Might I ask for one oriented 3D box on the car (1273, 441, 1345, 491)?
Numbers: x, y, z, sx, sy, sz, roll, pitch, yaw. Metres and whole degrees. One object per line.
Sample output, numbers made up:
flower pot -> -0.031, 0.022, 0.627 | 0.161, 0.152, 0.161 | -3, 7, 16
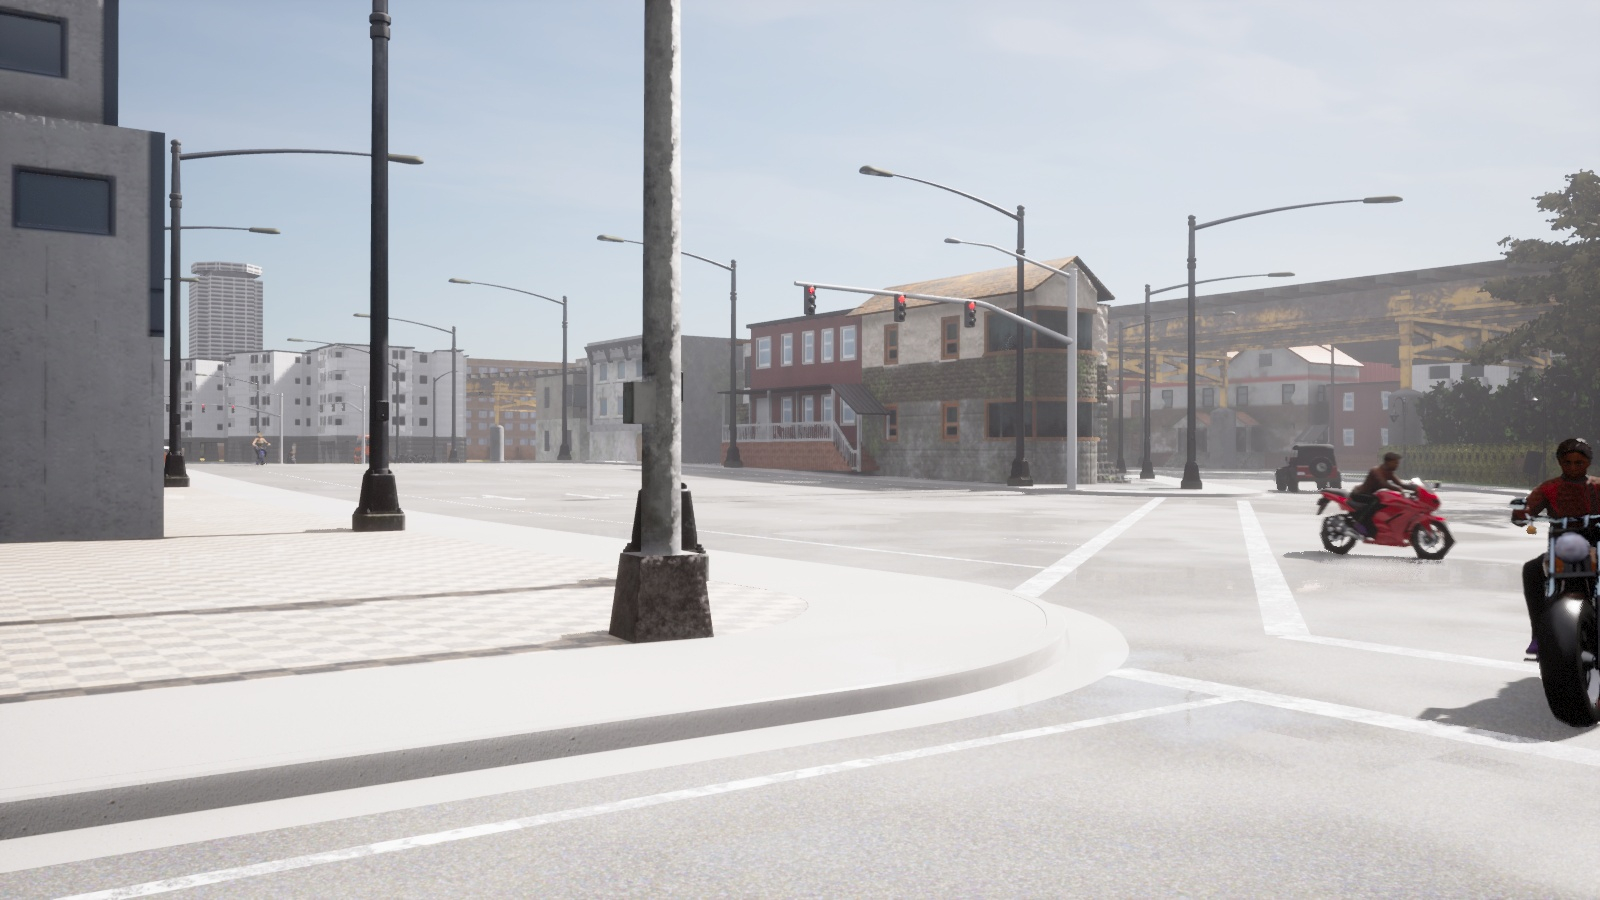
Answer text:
car -> 20.236, 0.620, 50.046 | 1.905, 1.878, 3.866 | 0, 0, 10

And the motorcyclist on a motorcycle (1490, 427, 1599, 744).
motorcyclist on a motorcycle -> 4.709, 0.710, 7.569 | 0.766, 1.649, 2.350 | -2, -1, 32

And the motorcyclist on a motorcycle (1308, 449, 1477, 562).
motorcyclist on a motorcycle -> 8.424, 0.753, 17.944 | 0.797, 1.523, 2.044 | 0, 0, -35
